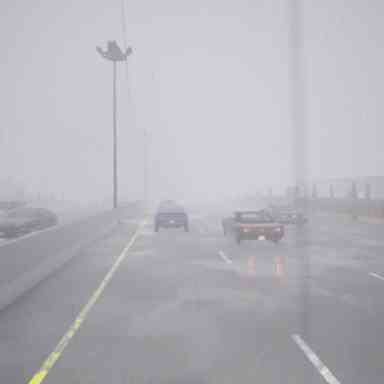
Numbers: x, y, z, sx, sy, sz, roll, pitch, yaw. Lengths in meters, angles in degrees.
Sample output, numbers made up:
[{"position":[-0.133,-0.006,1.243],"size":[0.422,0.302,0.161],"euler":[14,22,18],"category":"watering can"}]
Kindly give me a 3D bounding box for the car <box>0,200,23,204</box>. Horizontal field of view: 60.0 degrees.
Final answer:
[{"position":[-12.104,1.337,21.513],"size":[2.097,1.767,4.553],"euler":[0,0,-5],"category":"car"}]

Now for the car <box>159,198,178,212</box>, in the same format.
[{"position":[-2.756,1.453,38.714],"size":[1.994,1.385,4.181],"euler":[0,0,-5],"category":"car"}]

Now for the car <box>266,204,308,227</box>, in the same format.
[{"position":[5.650,1.452,21.527],"size":[2.033,1.411,5.357],"euler":[0,0,-5],"category":"car"}]

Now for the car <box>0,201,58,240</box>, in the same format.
[{"position":[-8.179,1.461,16.371],"size":[1.882,1.535,5.008],"euler":[0,0,-5],"category":"car"}]

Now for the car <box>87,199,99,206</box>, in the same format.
[{"position":[-18.999,2.132,64.742],"size":[1.882,1.535,5.008],"euler":[0,-4,-4],"category":"car"}]

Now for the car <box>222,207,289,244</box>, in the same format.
[{"position":[2.613,1.539,15.481],"size":[1.895,1.301,4.718],"euler":[0,0,-4],"category":"car"}]

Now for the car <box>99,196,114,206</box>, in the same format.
[{"position":[-15.330,1.684,62.595],"size":[2.150,2.045,5.566],"euler":[0,-4,-4],"category":"car"}]

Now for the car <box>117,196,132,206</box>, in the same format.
[{"position":[-11.405,1.488,57.024],"size":[2.097,1.767,4.553],"euler":[0,-2,-4],"category":"car"}]

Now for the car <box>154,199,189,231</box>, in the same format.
[{"position":[-1.266,1.418,20.092],"size":[1.882,1.535,5.008],"euler":[0,0,-4],"category":"car"}]
